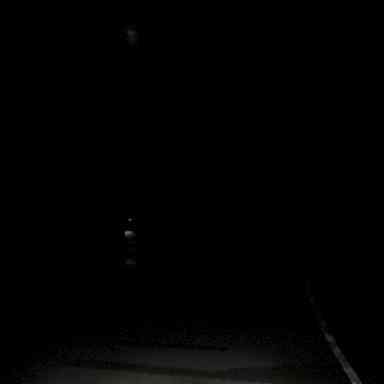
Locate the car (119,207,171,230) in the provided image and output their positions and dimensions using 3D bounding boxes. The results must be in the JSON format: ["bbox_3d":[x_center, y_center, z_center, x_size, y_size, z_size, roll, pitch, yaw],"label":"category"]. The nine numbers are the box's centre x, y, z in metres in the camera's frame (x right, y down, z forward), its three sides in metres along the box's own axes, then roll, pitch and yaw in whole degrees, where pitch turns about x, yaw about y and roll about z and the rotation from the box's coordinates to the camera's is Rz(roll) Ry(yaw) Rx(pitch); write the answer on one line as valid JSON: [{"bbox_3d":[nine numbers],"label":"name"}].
[{"bbox_3d":[-3.341,1.764,23.078,1.812,1.442,4.674,-1,-1,35],"label":"car"}]

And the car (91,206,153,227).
[{"bbox_3d":[-5.410,1.867,26.257,1.895,1.301,4.718,0,-1,37],"label":"car"}]
